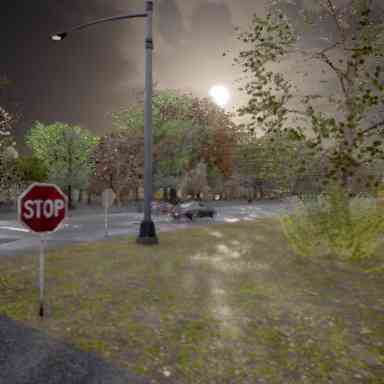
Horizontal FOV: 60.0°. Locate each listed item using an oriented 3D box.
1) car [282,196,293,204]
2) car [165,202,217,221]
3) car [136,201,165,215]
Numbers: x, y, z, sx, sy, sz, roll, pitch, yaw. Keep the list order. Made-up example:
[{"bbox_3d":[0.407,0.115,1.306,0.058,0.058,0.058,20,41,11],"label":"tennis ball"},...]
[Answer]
[{"bbox_3d":[19.357,1.498,65.031,2.097,1.767,4.553,1,0,36],"label":"car"},{"bbox_3d":[0.215,1.508,26.772,1.812,1.442,4.674,1,0,36],"label":"car"},{"bbox_3d":[-3.638,1.559,33.372,1.994,1.385,4.181,1,1,36],"label":"car"}]
